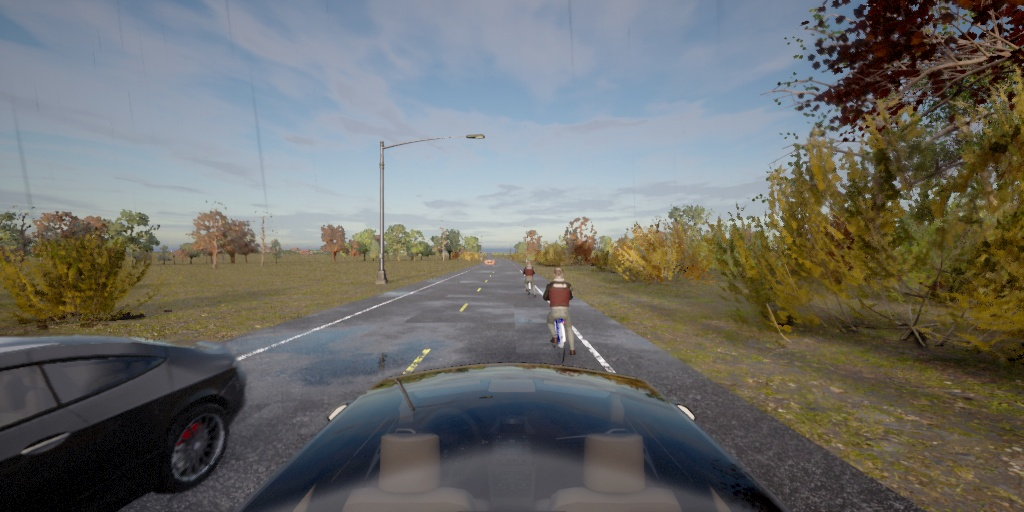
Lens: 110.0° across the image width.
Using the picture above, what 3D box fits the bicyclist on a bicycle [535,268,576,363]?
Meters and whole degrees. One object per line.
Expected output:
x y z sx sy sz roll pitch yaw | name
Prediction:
0.917 1.118 7.260 0.659 1.776 1.843 0 0 0 | bicyclist on a bicycle

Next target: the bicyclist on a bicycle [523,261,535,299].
0.814 1.115 17.273 0.659 1.776 1.843 0 0 -1 | bicyclist on a bicycle

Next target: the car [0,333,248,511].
-3.603 1.275 1.831 1.812 1.442 4.674 0 0 0 | car
